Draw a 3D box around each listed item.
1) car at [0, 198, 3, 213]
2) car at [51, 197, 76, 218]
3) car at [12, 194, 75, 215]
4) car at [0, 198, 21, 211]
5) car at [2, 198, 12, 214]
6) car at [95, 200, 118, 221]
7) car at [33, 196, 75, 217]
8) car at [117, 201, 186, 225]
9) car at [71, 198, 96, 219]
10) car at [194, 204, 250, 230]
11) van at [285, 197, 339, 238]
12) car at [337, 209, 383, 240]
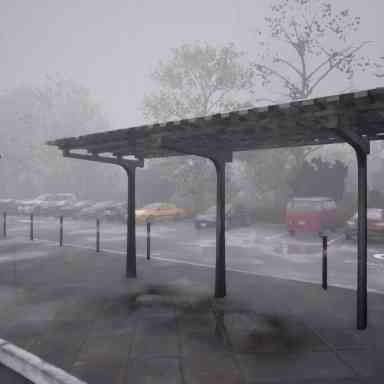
[{"bbox_3d":[-18.334,1.433,35.636,2.097,1.535,5.008,0,0,35],"label":"car"},{"bbox_3d":[-9.265,1.455,29.228,2.097,1.535,5.008,0,0,35],"label":"car"},{"bbox_3d":[-13.815,1.194,32.408,2.435,2.045,5.566,0,0,35],"label":"car"},{"bbox_3d":[-22.876,1.443,38.823,2.163,1.488,4.792,0,0,35],"label":"car"},{"bbox_3d":[-16.067,1.442,34.030,2.231,1.521,4.892,0,0,35],"label":"car"},{"bbox_3d":[-4.721,1.495,26.040,2.163,1.488,4.792,0,0,35],"label":"car"},{"bbox_3d":[-11.531,1.450,30.832,2.097,1.535,5.008,0,0,35],"label":"car"},{"bbox_3d":[-2.580,1.467,24.261,1.946,1.575,5.366,0,0,35],"label":"car"},{"bbox_3d":[-6.999,1.461,27.625,2.231,1.521,4.892,0,0,35],"label":"car"},{"bbox_3d":[2.041,1.510,21.180,2.163,1.488,4.792,0,0,35],"label":"car"},{"bbox_3d":[6.655,1.264,18.091,1.878,1.987,4.442,0,0,35],"label":"van"},{"bbox_3d":[8.850,1.536,16.390,2.002,1.452,4.674,0,0,35],"label":"car"}]
